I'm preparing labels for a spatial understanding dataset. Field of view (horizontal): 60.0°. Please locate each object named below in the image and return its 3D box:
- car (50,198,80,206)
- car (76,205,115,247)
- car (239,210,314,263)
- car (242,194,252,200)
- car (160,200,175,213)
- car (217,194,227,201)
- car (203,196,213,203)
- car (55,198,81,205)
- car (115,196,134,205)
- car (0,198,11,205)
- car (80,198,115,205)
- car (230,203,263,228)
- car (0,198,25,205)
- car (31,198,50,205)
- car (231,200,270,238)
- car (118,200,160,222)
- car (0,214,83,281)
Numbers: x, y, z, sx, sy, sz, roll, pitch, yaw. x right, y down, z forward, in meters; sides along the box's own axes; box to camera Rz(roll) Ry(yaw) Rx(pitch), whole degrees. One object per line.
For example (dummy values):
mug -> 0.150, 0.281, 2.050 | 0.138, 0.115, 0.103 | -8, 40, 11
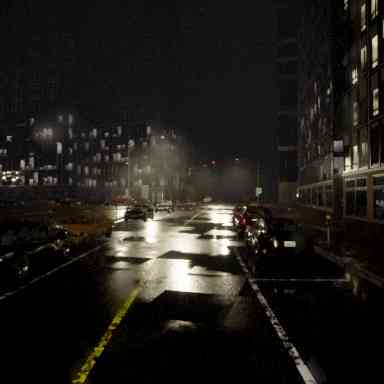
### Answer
car -> -20.632, 1.692, 55.322 | 4.403, 1.369, 2.008 | 0, -1, 15
car -> -4.886, 1.539, 15.284 | 1.752, 1.417, 4.829 | 1, 0, 3
car -> 2.980, 1.570, 11.890 | 1.947, 1.339, 4.313 | 1, 0, 2
car -> 12.592, 1.436, 76.034 | 2.192, 1.841, 5.009 | 1, 0, 15
car -> -2.988, 1.593, 37.140 | 2.008, 1.369, 4.403 | 1, 0, 7
car -> 8.153, 1.525, 89.883 | 2.192, 1.841, 5.009 | 1, 0, 16
car -> 3.591, 1.671, 73.794 | 1.752, 1.417, 4.829 | 1, 0, 14
car -> -23.950, 1.879, 64.404 | 4.403, 1.369, 2.008 | 0, -1, 15
car -> -13.160, 1.571, 61.446 | 5.009, 1.841, 2.192 | 0, -1, 15
car -> -40.134, 1.985, 68.848 | 4.403, 1.369, 2.008 | 0, -1, 15
car -> -15.240, 1.672, 53.842 | 4.313, 1.339, 1.947 | 0, -1, 15
car -> 3.662, 1.555, 23.200 | 1.887, 1.381, 4.507 | 1, 0, 5
car -> -31.417, 1.764, 58.284 | 4.403, 1.369, 2.008 | 0, -1, 15
car -> -29.508, 1.890, 65.931 | 4.829, 1.417, 1.752 | 0, -1, 15
car -> 3.273, 1.448, 17.570 | 1.967, 1.590, 4.097 | 1, 0, 4
car -> -4.118, 1.576, 26.383 | 2.008, 1.369, 4.403 | 1, 0, 5
car -> -5.118, 1.574, 9.960 | 1.947, 1.339, 4.313 | 1, 0, 2
